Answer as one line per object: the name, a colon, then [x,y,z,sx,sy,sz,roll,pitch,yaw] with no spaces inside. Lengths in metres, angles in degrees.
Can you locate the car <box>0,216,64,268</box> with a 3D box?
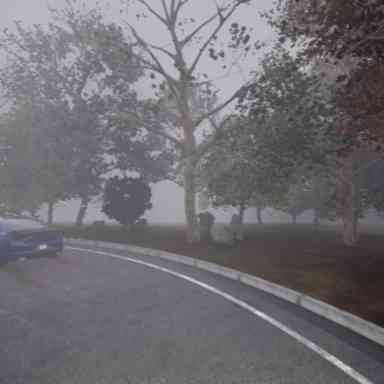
car: [-6.613,1.613,11.968,5.008,1.535,1.882,-1,-1,38]
